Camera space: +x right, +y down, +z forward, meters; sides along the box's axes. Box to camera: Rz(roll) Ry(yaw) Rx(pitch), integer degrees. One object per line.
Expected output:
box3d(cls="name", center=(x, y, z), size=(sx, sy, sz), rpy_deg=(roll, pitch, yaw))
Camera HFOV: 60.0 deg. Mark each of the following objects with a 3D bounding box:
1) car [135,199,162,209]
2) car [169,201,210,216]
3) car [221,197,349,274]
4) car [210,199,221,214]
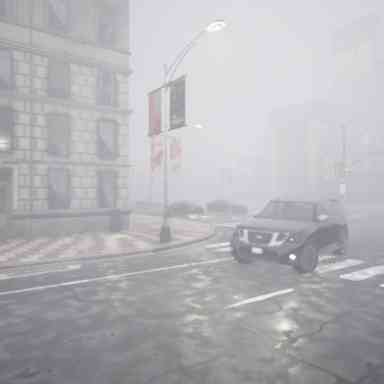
box3d(cls="car", center=(-6.094, 1.597, 46.677), size=(1.895, 1.301, 4.718), rpy_deg=(0, 0, -36))
box3d(cls="car", center=(-0.567, 1.555, 32.903), size=(1.994, 1.385, 4.181), rpy_deg=(0, 0, -36))
box3d(cls="car", center=(3.510, 1.217, 11.073), size=(2.150, 2.045, 5.566), rpy_deg=(1, 1, 40))
box3d(cls="car", center=(3.434, 1.467, 33.333), size=(1.882, 1.535, 5.008), rpy_deg=(0, 0, -36))
